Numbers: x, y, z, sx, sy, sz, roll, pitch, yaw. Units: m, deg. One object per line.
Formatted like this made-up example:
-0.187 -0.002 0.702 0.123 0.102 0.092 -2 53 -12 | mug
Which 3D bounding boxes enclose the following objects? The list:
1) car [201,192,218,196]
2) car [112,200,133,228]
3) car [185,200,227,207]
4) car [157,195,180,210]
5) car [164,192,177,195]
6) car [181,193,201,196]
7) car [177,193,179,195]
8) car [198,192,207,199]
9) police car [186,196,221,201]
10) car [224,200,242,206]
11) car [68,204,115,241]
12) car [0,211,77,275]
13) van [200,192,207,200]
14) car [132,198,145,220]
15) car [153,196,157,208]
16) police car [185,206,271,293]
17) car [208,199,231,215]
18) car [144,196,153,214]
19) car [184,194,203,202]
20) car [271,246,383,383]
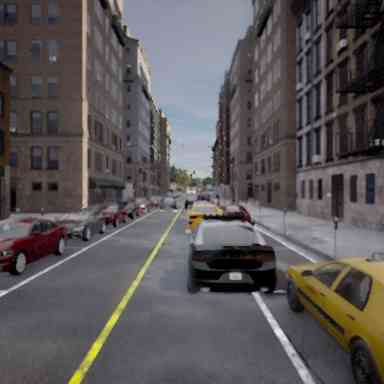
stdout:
2.691 1.148 44.397 2.192 1.841 5.009 0 0 0 | car
-5.363 1.464 21.679 1.887 1.381 4.507 0 0 0 | car
0.740 1.412 18.839 1.882 1.535 5.008 0 0 2 | car
-2.775 1.377 39.689 1.812 1.442 4.674 0 0 0 | car
-5.324 1.023 76.966 2.192 1.841 5.009 0 0 0 | car
0.406 1.326 52.264 1.812 1.442 4.674 0 0 23 | car
-5.305 1.216 87.974 2.008 1.369 4.403 0 0 0 | car
2.796 0.979 87.965 2.192 1.841 5.009 0 0 0 | car
0.738 1.332 24.893 1.930 1.638 5.238 0 0 -2 | police car
2.662 1.464 21.669 1.887 1.381 4.507 0 0 0 | car
-5.370 1.492 15.997 2.008 1.369 4.403 0 0 0 | car
-5.377 1.507 10.315 1.887 1.381 4.507 0 0 0 | car
2.794 1.027 82.461 1.690 1.788 3.998 0 0 0 | van
-5.355 1.464 27.361 1.947 1.339 4.313 0 0 0 | car
-5.334 1.274 44.407 1.967 1.590 4.097 0 0 0 | car
0.834 1.392 8.921 1.930 1.638 5.238 0 0 0 | police car
2.677 1.421 33.034 1.887 1.381 4.507 0 0 0 | car
-5.348 1.317 33.043 1.967 1.590 4.097 0 0 0 | car
0.051 1.320 41.875 1.882 1.535 5.008 0 0 0 | car
2.641 1.507 4.792 1.752 1.417 4.829 0 0 0 | car
